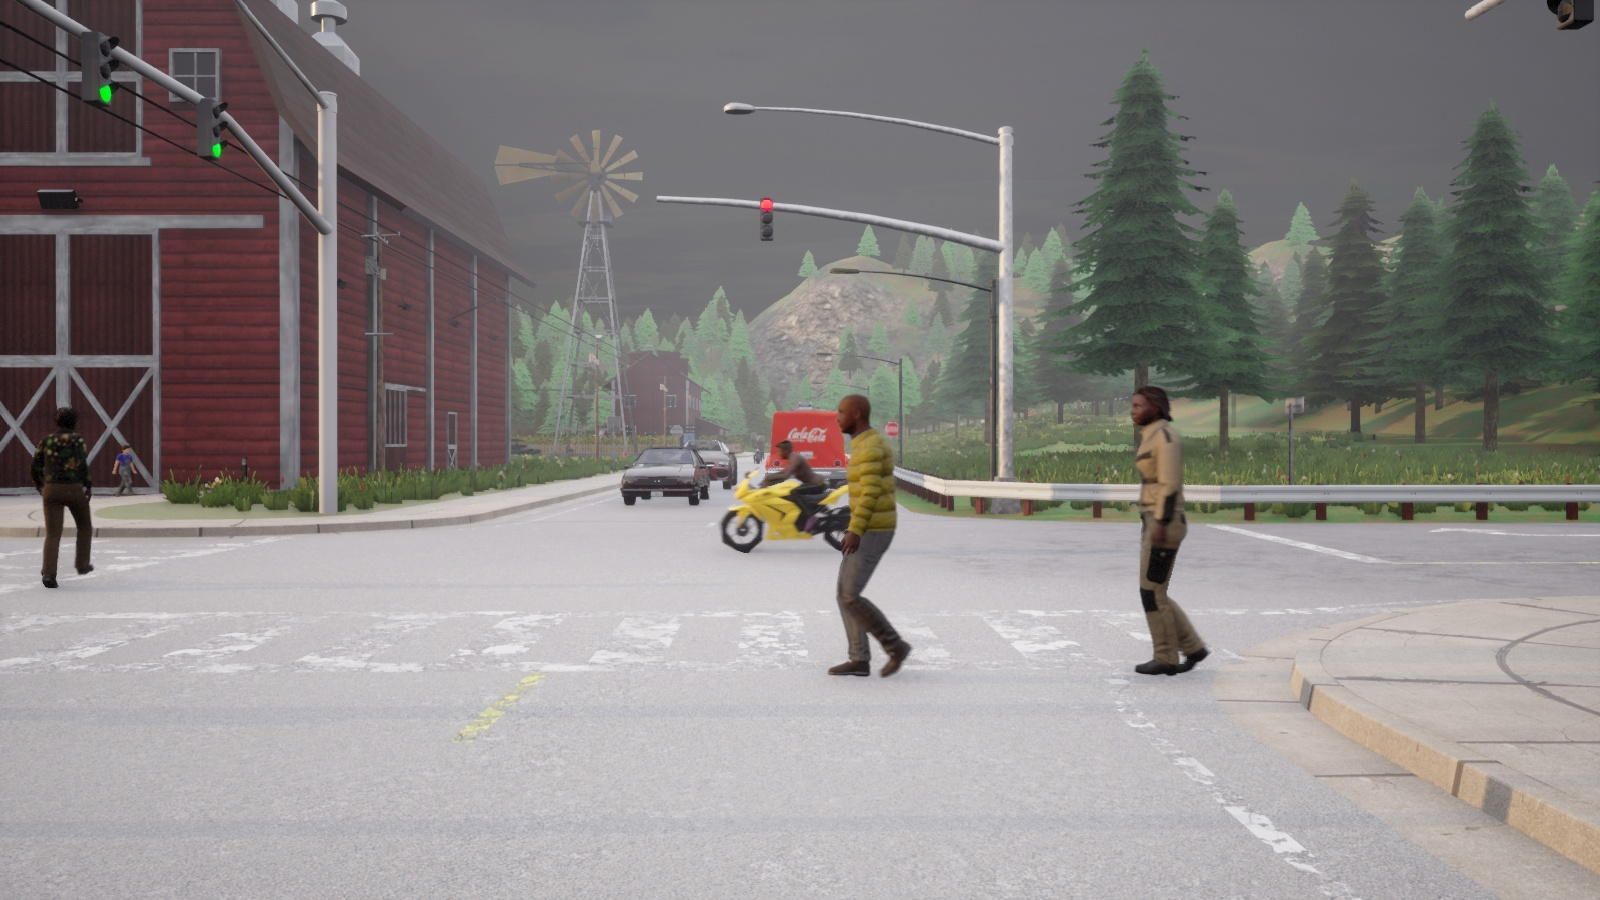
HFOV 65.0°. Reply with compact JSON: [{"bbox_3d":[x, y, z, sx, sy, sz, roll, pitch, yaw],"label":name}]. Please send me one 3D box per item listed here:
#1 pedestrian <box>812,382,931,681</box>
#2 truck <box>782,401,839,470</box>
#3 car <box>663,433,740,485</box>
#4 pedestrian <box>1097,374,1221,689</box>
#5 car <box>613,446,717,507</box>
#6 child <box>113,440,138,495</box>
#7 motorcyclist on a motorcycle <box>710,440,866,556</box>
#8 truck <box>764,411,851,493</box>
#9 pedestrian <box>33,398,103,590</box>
[{"bbox_3d":[0.439,0.497,7.880,0.726,1.835,0.370,0,0,1],"label":"pedestrian"},{"bbox_3d":[0.557,-0.841,74.998,2.891,3.827,8.468,0,0,-3],"label":"truck"},{"bbox_3d":[-3.251,0.283,42.350,2.152,1.651,5.027,0,0,0],"label":"car"},{"bbox_3d":[2.248,0.497,7.909,0.692,1.930,0.396,0,0,7],"label":"pedestrian"},{"bbox_3d":[-3.308,0.611,31.870,2.033,1.411,5.357,0,0,0],"label":"car"},{"bbox_3d":[-15.444,0.392,28.745,0.437,1.263,0.270,0,0,14],"label":"child"},{"bbox_3d":[-0.161,0.623,16.897,2.044,1.523,0.797,0,0,-1],"label":"motorcyclist on a motorcycle"},{"bbox_3d":[0.241,0.032,40.364,2.627,2.467,5.204,0,0,0],"label":"truck"},{"bbox_3d":[-7.552,0.443,12.968,0.395,1.930,0.692,0,0,-9],"label":"pedestrian"}]
